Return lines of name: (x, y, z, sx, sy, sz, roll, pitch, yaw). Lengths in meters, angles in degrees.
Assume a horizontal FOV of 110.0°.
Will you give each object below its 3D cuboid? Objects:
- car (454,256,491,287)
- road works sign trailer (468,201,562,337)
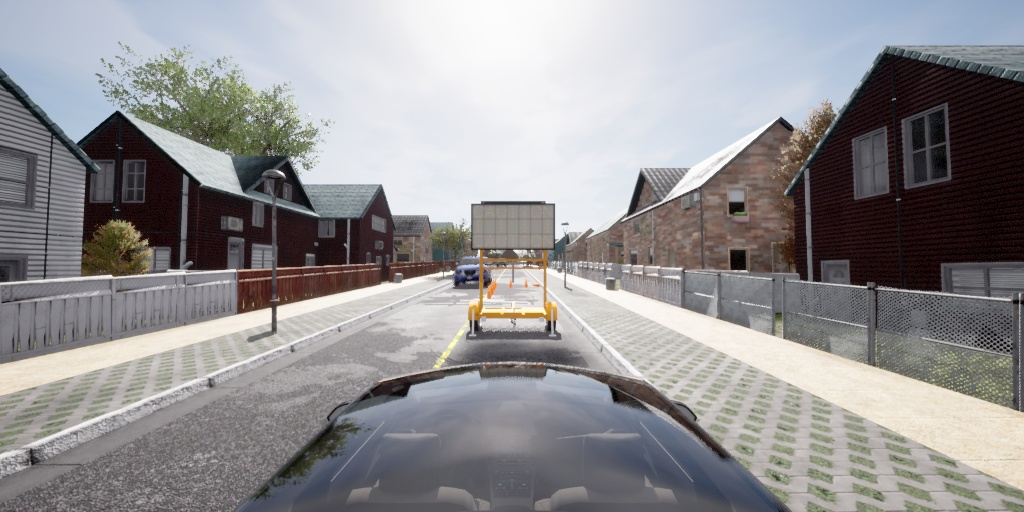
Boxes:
car: (-2.652, 1.033, 25.287, 2.150, 2.045, 5.566, 0, 0, 0)
road works sign trailer: (0.035, 0.226, 10.362, 2.380, 3.560, 2.880, 0, 0, 1)
